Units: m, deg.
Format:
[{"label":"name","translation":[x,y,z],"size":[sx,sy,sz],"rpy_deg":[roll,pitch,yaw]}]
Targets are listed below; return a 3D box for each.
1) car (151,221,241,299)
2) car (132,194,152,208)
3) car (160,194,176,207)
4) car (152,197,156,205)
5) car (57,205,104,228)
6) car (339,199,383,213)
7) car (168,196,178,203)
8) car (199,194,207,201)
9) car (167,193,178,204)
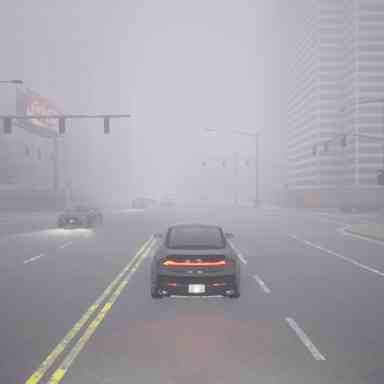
[{"label":"car","translation":[0.056,1.505,8.462],"size":[1.837,1.490,4.892],"rpy_deg":[0,0,-1]},{"label":"car","translation":[-7.409,1.491,47.742],"size":[2.128,1.511,4.902],"rpy_deg":[0,0,0]},{"label":"car","translation":[-3.911,1.525,51.719],"size":[1.812,1.442,4.674],"rpy_deg":[0,0,0]},{"label":"car","translation":[-7.454,1.600,59.028],"size":[1.895,1.301,4.718],"rpy_deg":[0,0,0]},{"label":"car","translation":[-7.236,1.564,21.922],"size":[1.994,1.385,4.181],"rpy_deg":[0,0,0]},{"label":"car","translation":[18.448,1.477,35.673],"size":[5.008,1.535,1.882],"rpy_deg":[0,0,-1]},{"label":"car","translation":[-3.962,1.594,71.344],"size":[1.895,1.301,4.718],"rpy_deg":[0,0,0]},{"label":"car","translation":[2.924,1.354,88.718],"size":[2.097,1.767,4.553],"rpy_deg":[0,0,0]},{"label":"car","translation":[-3.959,1.217,61.292],"size":[2.150,2.045,5.566],"rpy_deg":[0,1,0]}]
